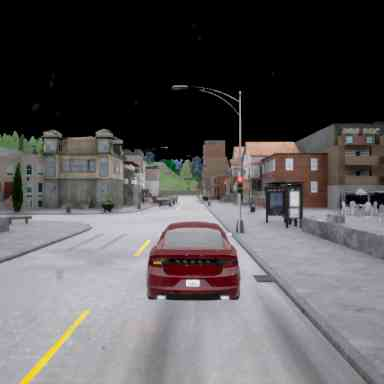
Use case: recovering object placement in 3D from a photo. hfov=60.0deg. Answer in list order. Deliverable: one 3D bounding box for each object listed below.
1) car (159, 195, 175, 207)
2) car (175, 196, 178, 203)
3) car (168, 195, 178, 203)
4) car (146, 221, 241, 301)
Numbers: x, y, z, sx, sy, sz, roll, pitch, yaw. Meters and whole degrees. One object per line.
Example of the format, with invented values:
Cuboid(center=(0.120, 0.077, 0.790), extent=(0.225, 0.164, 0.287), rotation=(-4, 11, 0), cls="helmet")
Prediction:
Cuboid(center=(-4.108, 1.505, 51.988), extent=(1.837, 1.490, 4.892), rotation=(0, 0, 0), cls="car")
Cuboid(center=(-4.069, 1.601, 61.293), extent=(1.895, 1.301, 4.718), rotation=(0, 0, 0), cls="car")
Cuboid(center=(-4.011, 1.500, 71.661), extent=(1.837, 1.490, 4.892), rotation=(0, 0, 0), cls="car")
Cuboid(center=(0.049, 1.478, 8.416), extent=(1.882, 1.535, 5.008), rotation=(0, 0, 1), cls="car")
